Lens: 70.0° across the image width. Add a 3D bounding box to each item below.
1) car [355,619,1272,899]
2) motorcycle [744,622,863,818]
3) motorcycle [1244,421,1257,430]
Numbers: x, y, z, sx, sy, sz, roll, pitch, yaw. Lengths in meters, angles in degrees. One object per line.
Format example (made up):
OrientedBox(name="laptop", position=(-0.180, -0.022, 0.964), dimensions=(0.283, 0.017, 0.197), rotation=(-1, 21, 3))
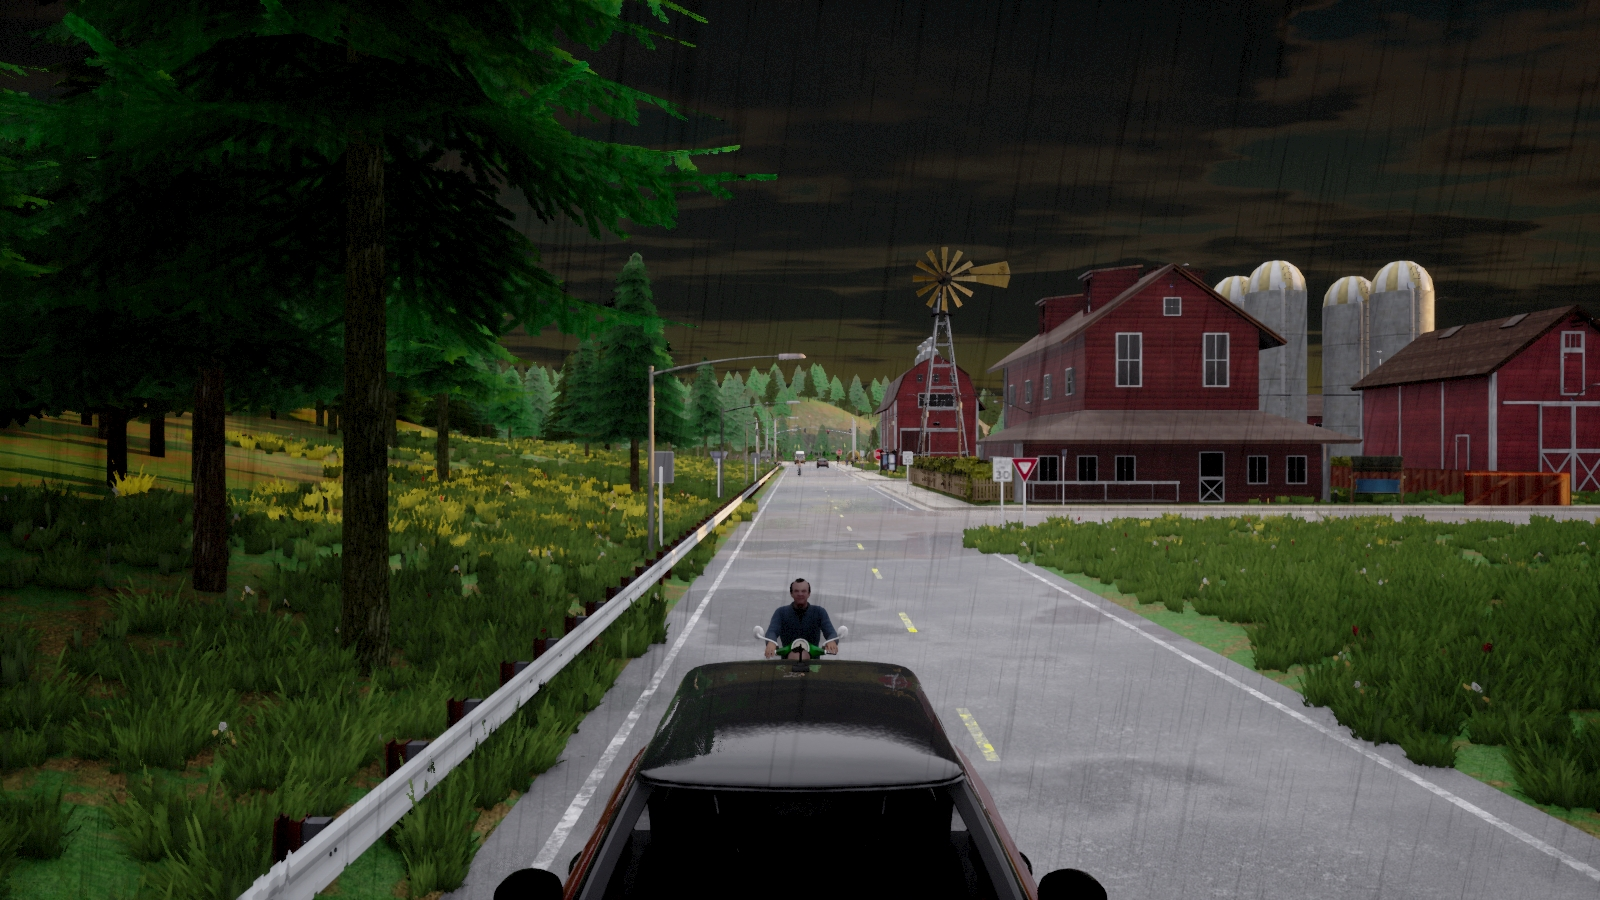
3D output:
OrientedBox(name="car", position=(0.032, 1.899, 4.503), dimensions=(2.097, 1.767, 4.553), rotation=(0, 0, 0))
OrientedBox(name="motorcycle", position=(0.027, 2.229, 9.842), dimensions=(0.867, 1.251, 2.209), rotation=(-2, -3, 0))
OrientedBox(name="motorcycle", position=(76.234, -4.198, 193.374), dimensions=(2.356, 1.307, 0.764), rotation=(-5, 5, -35))
